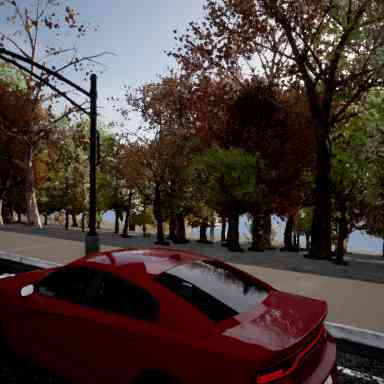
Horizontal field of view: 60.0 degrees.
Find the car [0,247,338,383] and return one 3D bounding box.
[{"bbox_3d":[-0.859,1.477,4.289,5.008,1.535,1.882,0,0,35],"label":"car"}]
